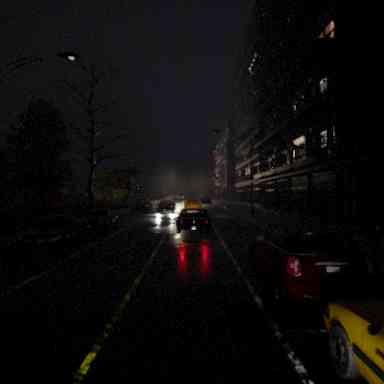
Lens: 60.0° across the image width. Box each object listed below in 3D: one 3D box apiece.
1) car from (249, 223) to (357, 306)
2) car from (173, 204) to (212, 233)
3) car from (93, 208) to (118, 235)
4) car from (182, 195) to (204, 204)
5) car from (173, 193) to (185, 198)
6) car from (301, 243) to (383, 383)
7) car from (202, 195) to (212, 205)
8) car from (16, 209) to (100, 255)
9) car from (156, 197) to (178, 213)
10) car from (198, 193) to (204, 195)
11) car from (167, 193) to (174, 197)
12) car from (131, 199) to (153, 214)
[{"bbox_3d":[2.574,1.438,7.993,1.967,1.590,4.097,1,0,0],"label":"car"},{"bbox_3d":[0.099,1.596,19.594,1.895,1.301,4.718,0,0,0],"label":"car"},{"bbox_3d":[-5.308,1.577,18.836,1.802,1.307,4.206,1,0,0],"label":"car"},{"bbox_3d":[0.098,1.468,37.992,1.882,1.535,5.008,0,0,0],"label":"car"},{"bbox_3d":[-2.757,1.154,79.328,1.882,1.535,5.008,0,0,0],"label":"car"},{"bbox_3d":[2.574,1.525,2.618,1.752,1.417,4.829,1,0,0],"label":"car"},{"bbox_3d":[2.569,1.569,57.897,1.802,1.307,4.206,1,0,0],"label":"car"},{"bbox_3d":[-5.308,1.579,13.300,1.802,1.307,4.206,1,0,0],"label":"car"},{"bbox_3d":[-2.849,1.592,36.844,1.895,1.301,4.718,0,0,0],"label":"car"},{"bbox_3d":[2.568,1.535,68.987,2.008,1.369,4.403,1,0,0],"label":"car"},{"bbox_3d":[-5.312,1.422,79.735,1.967,1.590,4.097,1,0,0],"label":"car"},{"bbox_3d":[-5.308,1.432,35.445,1.967,1.590,4.097,1,0,0],"label":"car"}]
